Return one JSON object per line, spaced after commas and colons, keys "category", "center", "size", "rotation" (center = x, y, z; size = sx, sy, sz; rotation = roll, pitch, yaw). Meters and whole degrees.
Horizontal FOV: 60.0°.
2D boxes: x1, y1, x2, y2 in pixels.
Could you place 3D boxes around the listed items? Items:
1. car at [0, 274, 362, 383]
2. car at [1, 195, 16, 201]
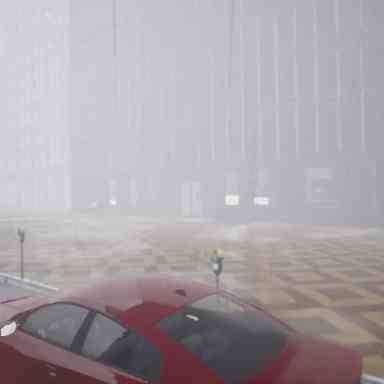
{"category": "car", "center": [-0.712, 1.559, 3.398], "size": [4.507, 1.381, 1.887], "rotation": [0, -1, 36]}
{"category": "car", "center": [-46.029, 1.555, 83.233], "size": [1.967, 1.590, 4.097], "rotation": [-1, 0, 36]}
